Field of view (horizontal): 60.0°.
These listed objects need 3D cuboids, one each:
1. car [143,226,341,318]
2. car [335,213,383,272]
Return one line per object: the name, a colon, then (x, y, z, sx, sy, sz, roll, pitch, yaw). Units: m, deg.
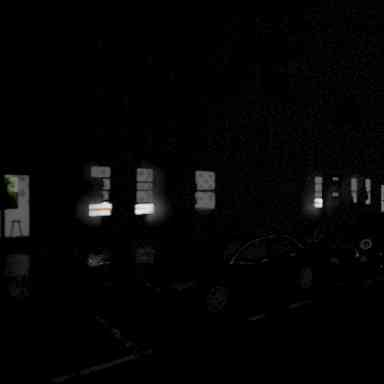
car: (1.057, 1.543, 7.317, 4.403, 1.369, 2.008, 0, 0, -36)
car: (5.691, 1.422, 10.625, 4.097, 1.590, 1.967, 0, 0, -36)
